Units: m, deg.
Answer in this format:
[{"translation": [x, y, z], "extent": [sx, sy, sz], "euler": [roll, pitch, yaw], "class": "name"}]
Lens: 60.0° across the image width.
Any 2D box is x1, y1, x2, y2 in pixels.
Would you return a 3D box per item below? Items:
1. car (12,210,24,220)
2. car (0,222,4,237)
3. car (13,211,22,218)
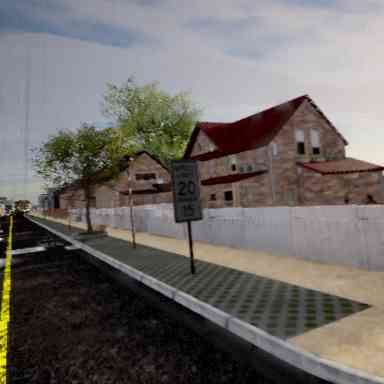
[{"translation": [-37.948, 4.942, 72.588], "extent": [2.150, 2.045, 5.566], "euler": [-5, 0, -29], "class": "car"}, {"translation": [-17.658, 3.198, 29.206], "extent": [2.128, 1.511, 4.902], "euler": [-5, 0, -28], "class": "car"}, {"translation": [-43.036, 5.579, 82.013], "extent": [1.882, 1.535, 5.008], "euler": [-5, 0, -29], "class": "car"}]
